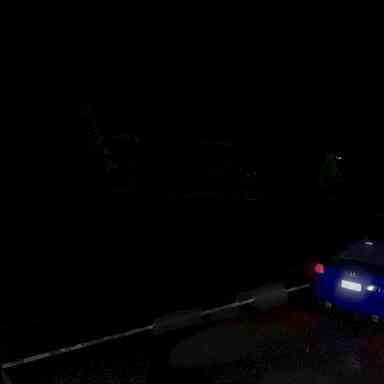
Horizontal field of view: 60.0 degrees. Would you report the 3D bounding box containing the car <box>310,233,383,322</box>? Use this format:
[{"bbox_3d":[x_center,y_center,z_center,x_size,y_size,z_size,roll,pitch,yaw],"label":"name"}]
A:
[{"bbox_3d":[4.338,1.564,6.837,4.181,1.385,1.994,0,0,-36],"label":"car"}]

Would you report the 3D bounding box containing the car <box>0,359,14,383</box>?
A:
[{"bbox_3d":[-3.339,1.601,1.368,4.718,1.301,1.895,0,0,-35],"label":"car"}]
